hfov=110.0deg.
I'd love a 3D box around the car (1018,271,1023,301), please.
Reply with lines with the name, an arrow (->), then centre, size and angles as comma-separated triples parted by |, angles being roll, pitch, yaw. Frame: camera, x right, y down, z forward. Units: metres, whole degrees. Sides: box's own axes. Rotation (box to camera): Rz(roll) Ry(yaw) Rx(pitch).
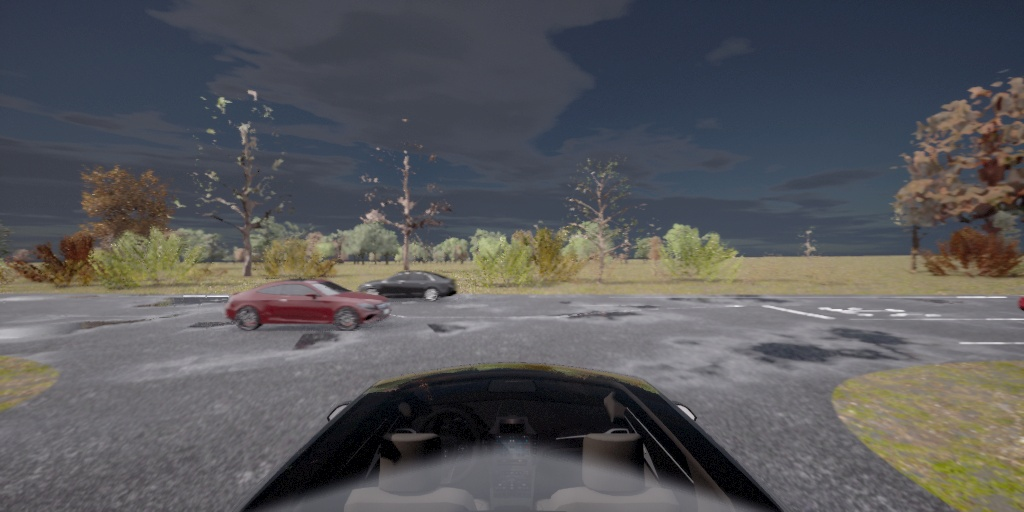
car -> 27.536, 1.451, 16.784 | 4.892, 1.490, 1.837 | -1, -1, 2

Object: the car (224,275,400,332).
car -> -6.124, 1.423, 10.940 | 4.674, 1.442, 1.812 | 0, -1, 2

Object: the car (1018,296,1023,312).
car -> 17.872, 1.429, 10.082 | 4.718, 1.301, 1.895 | 0, -1, 2

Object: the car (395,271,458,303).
car -> -5.154, 1.503, 17.911 | 4.892, 1.490, 1.837 | 0, -1, 2
